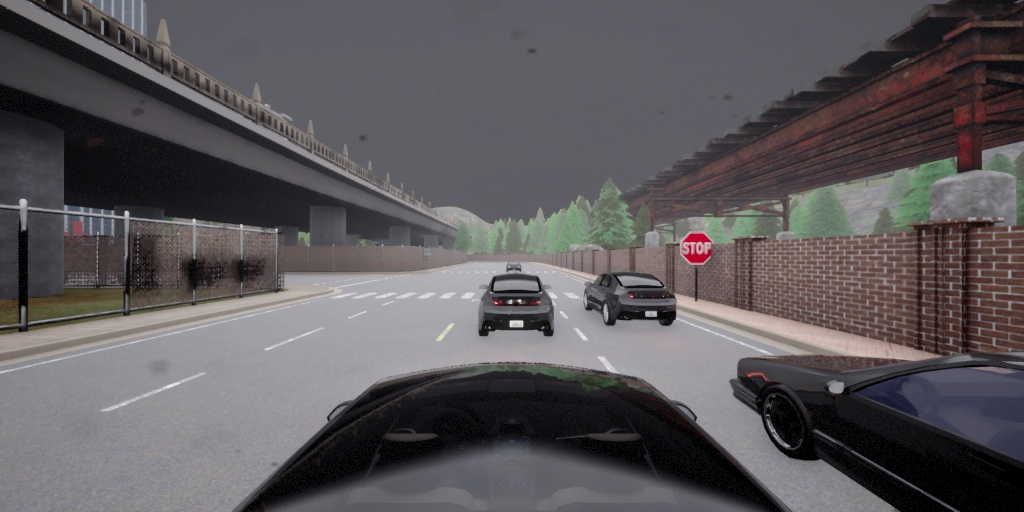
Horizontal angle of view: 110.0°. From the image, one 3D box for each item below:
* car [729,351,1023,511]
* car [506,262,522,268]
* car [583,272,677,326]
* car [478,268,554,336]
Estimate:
[{"bbox_3d":[3.600,1.297,1.945,2.033,1.411,5.357,0,0,0],"label":"car"},{"bbox_3d":[0.219,1.351,45.374,1.895,1.301,4.718,0,0,-1],"label":"car"},{"bbox_3d":[3.605,1.255,11.692,1.837,1.490,4.892,0,0,0],"label":"car"},{"bbox_3d":[0.103,1.255,10.334,1.837,1.490,4.892,0,0,0],"label":"car"}]
